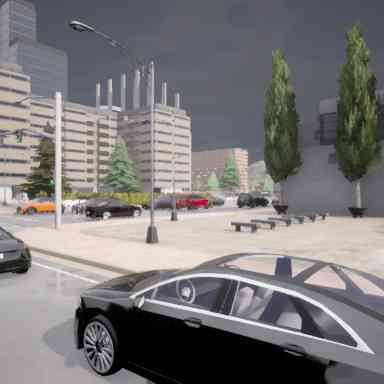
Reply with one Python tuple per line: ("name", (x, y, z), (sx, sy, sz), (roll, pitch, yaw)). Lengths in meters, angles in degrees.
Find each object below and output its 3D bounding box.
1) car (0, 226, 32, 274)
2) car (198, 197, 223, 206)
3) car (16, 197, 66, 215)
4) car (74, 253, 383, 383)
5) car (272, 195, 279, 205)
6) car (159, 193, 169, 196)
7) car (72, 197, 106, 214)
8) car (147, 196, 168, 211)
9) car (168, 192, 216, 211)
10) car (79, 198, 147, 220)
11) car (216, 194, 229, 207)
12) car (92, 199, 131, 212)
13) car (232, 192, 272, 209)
("car", (-6.333, 1.564, 9.484), (4.181, 1.385, 1.994), (0, 0, 40))
("car", (3.125, 1.526, 55.414), (1.812, 1.442, 4.674), (0, 0, 41))
("car", (-15.447, 1.352, 34.113), (2.097, 1.767, 4.553), (0, 0, 42))
("car", (0.574, 1.492, 3.866), (4.902, 1.511, 2.128), (0, 0, 37))
("car", (15.976, 1.601, 59.297), (1.895, 1.301, 4.718), (0, 0, 41))
("car", (-3.591, 1.221, 47.697), (2.150, 2.045, 5.566), (0, 0, 41))
("car", (-10.186, 1.352, 34.744), (2.097, 1.767, 4.553), (0, 0, 41))
("car", (-3.982, 1.547, 41.906), (2.033, 1.411, 5.357), (0, 0, 41))
("car", (0.108, 1.221, 40.975), (2.150, 2.045, 5.566), (0, 0, 41))
("car", (-6.524, 1.477, 27.973), (1.882, 1.535, 5.008), (0, 0, 41))
("car", (2.830, 1.492, 49.752), (2.128, 1.511, 4.902), (0, 0, 41))
("car", (-9.749, 1.564, 40.588), (1.994, 1.385, 4.181), (0, 0, 41))
("car", (8.258, 1.221, 45.040), (2.150, 2.045, 5.566), (0, 0, 41))
